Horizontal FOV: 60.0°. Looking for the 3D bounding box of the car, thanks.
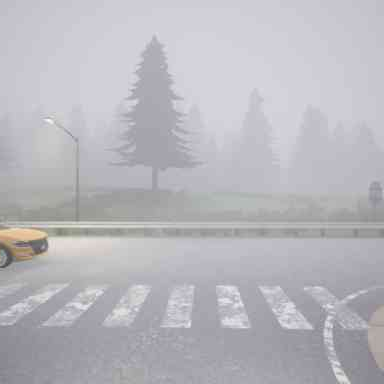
[{"bbox_3d":[-7.181,1.477,10.545,5.008,1.535,1.882,0,0,1],"label":"car"}]
